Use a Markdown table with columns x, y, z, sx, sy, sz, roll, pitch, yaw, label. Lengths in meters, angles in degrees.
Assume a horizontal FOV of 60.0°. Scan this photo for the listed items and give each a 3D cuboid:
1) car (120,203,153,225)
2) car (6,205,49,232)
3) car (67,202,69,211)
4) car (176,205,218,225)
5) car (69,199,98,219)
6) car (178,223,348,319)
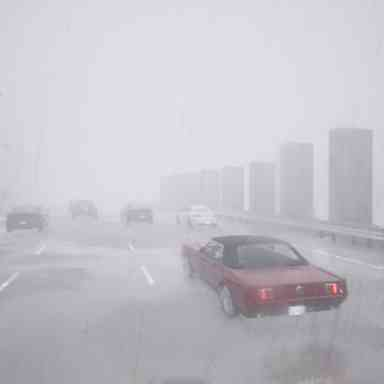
| x | y | z | sx | sy | sz | roll | pitch | yaw | label |
| --- | --- | --- | --- | --- | --- | --- | --- | --- | --- |
| -4.315 | 1.592 | 25.479 | 1.882 | 1.535 | 5.008 | 0 | 0 | -19 | car |
| -10.072 | 1.540 | 20.661 | 1.882 | 1.535 | 5.008 | 0 | 0 | -18 | car |
| -14.083 | 1.625 | 40.428 | 1.882 | 1.535 | 5.008 | 0 | 0 | -24 | car |
| 0.273 | 1.647 | 22.806 | 1.812 | 1.442 | 4.674 | 0 | 0 | -18 | car |
| -9.792 | 1.468 | 30.159 | 2.097 | 1.767 | 4.553 | 0 | 0 | -21 | car |
| 1.134 | 1.647 | 7.563 | 1.895 | 1.301 | 4.718 | 0 | 0 | -15 | car |
